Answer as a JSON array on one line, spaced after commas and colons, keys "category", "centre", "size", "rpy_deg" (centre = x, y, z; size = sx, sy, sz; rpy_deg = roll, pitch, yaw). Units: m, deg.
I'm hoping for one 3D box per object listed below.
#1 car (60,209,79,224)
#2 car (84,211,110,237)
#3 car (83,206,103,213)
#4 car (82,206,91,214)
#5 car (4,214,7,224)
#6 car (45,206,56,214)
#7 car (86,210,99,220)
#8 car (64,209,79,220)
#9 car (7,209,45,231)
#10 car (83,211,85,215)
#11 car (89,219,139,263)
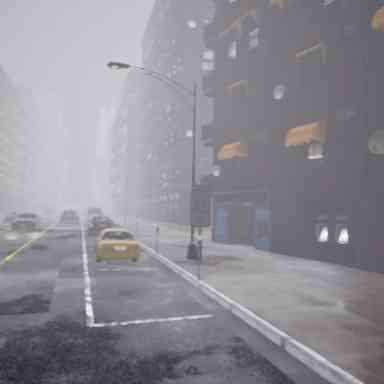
[{"category": "car", "centre": [-15.065, 2.918, 41.088], "size": [2.097, 1.767, 4.553], "rpy_deg": [2, -3, -18]}, {"category": "car", "centre": [-6.846, 2.455, 24.847], "size": [1.967, 1.590, 4.097], "rpy_deg": [3, -3, -18]}, {"category": "car", "centre": [-13.788, 3.093, 46.835], "size": [2.150, 2.045, 5.566], "rpy_deg": [2, -3, -18]}, {"category": "car", "centre": [-27.961, 4.721, 87.852], "size": [2.192, 1.841, 5.009], "rpy_deg": [3, -3, -18]}, {"category": "car", "centre": [-20.058, 2.838, 37.890], "size": [1.887, 1.381, 4.507], "rpy_deg": [3, -3, -18]}, {"category": "car", "centre": [-32.378, 4.237, 74.639], "size": [2.008, 1.369, 4.403], "rpy_deg": [3, -3, -18]}, {"category": "car", "centre": [-15.969, 3.642, 53.441], "size": [1.812, 1.442, 4.674], "rpy_deg": [2, -3, -18]}, {"category": "car", "centre": [-18.048, 3.378, 49.900], "size": [1.882, 1.535, 5.008], "rpy_deg": [2, -3, -18]}, {"category": "car", "centre": [-14.351, 2.501, 29.033], "size": [1.882, 1.535, 5.008], "rpy_deg": [2, -3, -18]}, {"category": "car", "centre": [-10.372, 2.999, 35.339], "size": [1.802, 1.307, 4.206], "rpy_deg": [3, -3, -18]}, {"category": "car", "centre": [-3.385, 2.142, 14.504], "size": [1.752, 1.417, 4.829], "rpy_deg": [3, -3, -18]}]
